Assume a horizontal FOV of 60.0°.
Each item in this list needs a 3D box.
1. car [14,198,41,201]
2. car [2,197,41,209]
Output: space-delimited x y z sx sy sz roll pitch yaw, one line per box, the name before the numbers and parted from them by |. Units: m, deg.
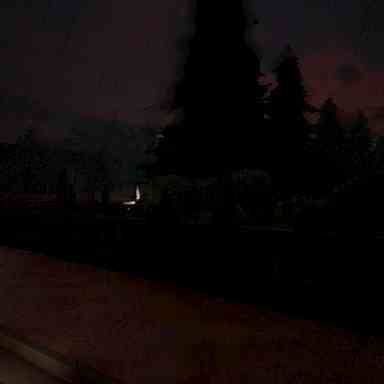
car | -22.019 1.491 44.219 2.128 1.511 4.902 0 0 36
car | -24.123 1.526 47.290 1.812 1.442 4.674 0 0 36
